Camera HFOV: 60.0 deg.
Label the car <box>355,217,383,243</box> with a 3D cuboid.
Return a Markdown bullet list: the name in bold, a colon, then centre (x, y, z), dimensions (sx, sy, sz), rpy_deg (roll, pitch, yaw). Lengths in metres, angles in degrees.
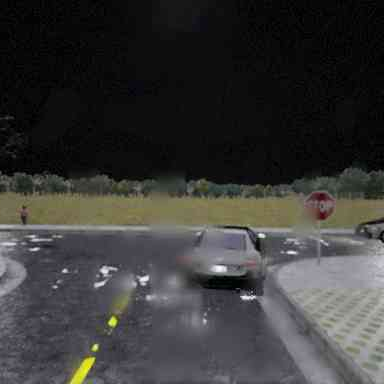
- **car**: centre (10.448, 1.775, 16.527), dimensions (4.181, 1.385, 1.994), rpy_deg (1, 0, 0)

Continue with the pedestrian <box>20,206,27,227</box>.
- **pedestrian**: centre (-9.726, 1.062, 19.277), dimensions (0.375, 1.860, 0.375), rpy_deg (0, -1, 0)

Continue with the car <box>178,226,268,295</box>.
- **car**: centre (0.991, 1.593, 8.967), dimensions (1.994, 1.385, 4.181), rpy_deg (0, 0, 12)
